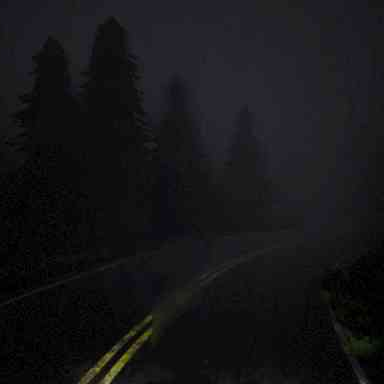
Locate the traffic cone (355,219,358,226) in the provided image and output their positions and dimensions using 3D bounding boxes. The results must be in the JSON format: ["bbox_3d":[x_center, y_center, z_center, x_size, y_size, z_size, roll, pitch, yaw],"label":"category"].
[{"bbox_3d":[15.247,3.116,31.292,0.340,0.580,0.340,2,-1,28],"label":"traffic cone"}]

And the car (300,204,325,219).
[{"bbox_3d":[17.484,2.828,48.467,2.150,2.045,5.566,1,-2,3],"label":"car"}]

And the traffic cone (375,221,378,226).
[{"bbox_3d":[19.830,3.341,35.632,0.340,0.580,0.340,1,-1,28],"label":"traffic cone"}]
